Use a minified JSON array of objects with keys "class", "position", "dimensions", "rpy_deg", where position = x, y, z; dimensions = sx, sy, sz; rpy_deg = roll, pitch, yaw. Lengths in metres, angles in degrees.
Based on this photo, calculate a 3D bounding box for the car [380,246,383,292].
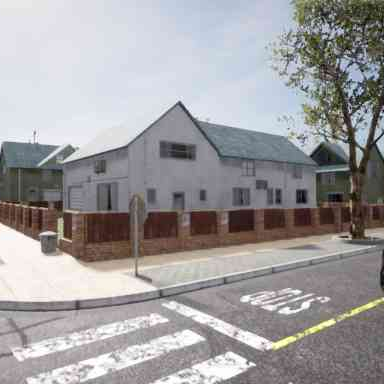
[{"class":"car","position":[6.097,1.329,7.060],"dimensions":[5.566,2.045,2.150],"rpy_deg":[1,-2,-38]}]
